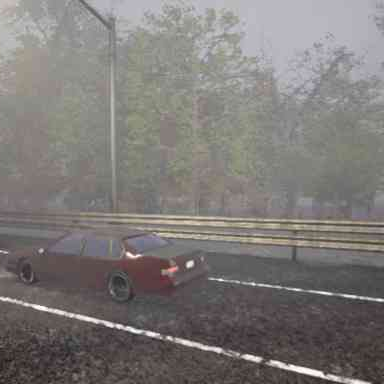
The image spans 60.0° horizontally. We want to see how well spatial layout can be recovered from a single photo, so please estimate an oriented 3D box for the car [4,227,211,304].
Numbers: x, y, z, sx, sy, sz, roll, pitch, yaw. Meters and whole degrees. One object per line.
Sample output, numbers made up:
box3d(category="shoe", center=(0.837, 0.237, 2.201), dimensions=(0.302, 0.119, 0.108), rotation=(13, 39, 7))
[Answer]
box3d(category="car", center=(-2.230, 1.588, 8.190), dimensions=(5.357, 1.411, 2.033), rotation=(-1, 0, 29))
